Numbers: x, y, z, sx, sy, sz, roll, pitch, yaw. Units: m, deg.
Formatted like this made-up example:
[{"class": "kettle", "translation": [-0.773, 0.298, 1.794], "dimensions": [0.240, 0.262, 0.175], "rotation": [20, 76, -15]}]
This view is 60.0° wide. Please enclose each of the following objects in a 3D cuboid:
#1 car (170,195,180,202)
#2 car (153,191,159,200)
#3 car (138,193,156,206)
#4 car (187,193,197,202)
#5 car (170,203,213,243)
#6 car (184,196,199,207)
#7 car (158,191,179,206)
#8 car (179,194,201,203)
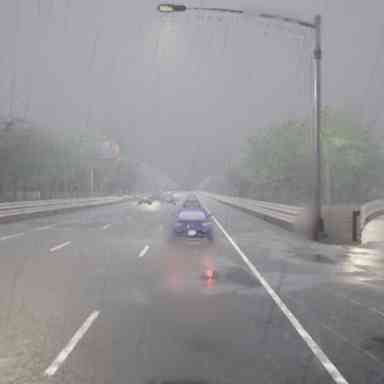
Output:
[{"class": "car", "translation": [-3.535, 1.283, 69.049], "dimensions": [1.895, 1.301, 4.718], "rotation": [0, 0, 0]}, {"class": "car", "translation": [-7.034, 0.910, 68.784], "dimensions": [2.150, 2.045, 5.566], "rotation": [0, 0, 0]}, {"class": "car", "translation": [-7.025, 1.290, 50.522], "dimensions": [1.812, 1.442, 4.674], "rotation": [0, 0, 0]}, {"class": "car", "translation": [-0.034, 1.044, 69.071], "dimensions": [2.097, 1.767, 4.553], "rotation": [0, 0, 0]}, {"class": "car", "translation": [-0.009, 1.432, 15.442], "dimensions": [1.812, 1.442, 4.674], "rotation": [0, 0, 0]}, {"class": "car", "translation": [-0.027, 1.324, 47.122], "dimensions": [2.033, 1.411, 5.357], "rotation": [0, 0, 1]}, {"class": "car", "translation": [-3.525, 1.116, 50.491], "dimensions": [2.097, 1.767, 4.553], "rotation": [0, 0, 0]}, {"class": "car", "translation": [-0.016, 1.307, 35.711], "dimensions": [2.128, 1.511, 4.902], "rotation": [0, 0, 0]}]
